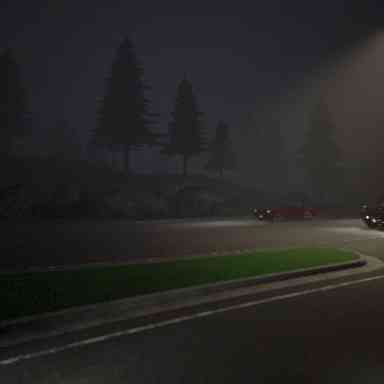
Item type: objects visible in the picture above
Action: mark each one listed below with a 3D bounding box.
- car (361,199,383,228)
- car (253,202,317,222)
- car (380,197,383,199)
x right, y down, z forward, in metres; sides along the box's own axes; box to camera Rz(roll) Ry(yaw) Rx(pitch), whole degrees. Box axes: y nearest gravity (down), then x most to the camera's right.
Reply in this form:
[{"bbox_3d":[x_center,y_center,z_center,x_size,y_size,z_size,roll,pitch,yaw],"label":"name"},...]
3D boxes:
[{"bbox_3d":[12.273,1.350,19.567,4.892,1.490,1.837,0,0,-27],"label":"car"},{"bbox_3d":[6.884,1.418,24.665,4.718,1.301,1.895,0,0,-27],"label":"car"},{"bbox_3d":[14.773,1.157,24.792,4.553,1.767,2.097,0,0,-27],"label":"car"}]
